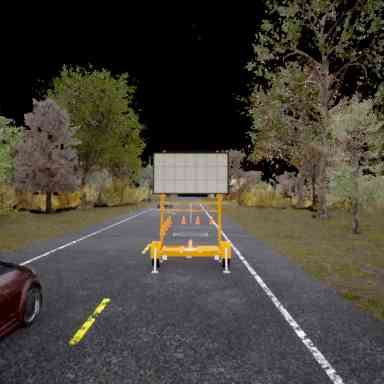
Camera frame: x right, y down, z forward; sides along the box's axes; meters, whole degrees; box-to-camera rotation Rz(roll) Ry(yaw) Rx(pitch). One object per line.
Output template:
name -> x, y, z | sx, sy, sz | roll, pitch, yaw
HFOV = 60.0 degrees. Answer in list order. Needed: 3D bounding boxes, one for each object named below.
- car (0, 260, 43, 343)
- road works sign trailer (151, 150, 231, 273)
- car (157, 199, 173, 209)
car -> -3.616, 1.565, 4.185 | 1.994, 1.385, 4.181 | 0, 0, 0
road works sign trailer -> -0.038, 0.469, 10.663 | 2.380, 3.560, 2.880 | 0, 0, 0
car -> -3.692, 1.624, 45.824 | 1.994, 1.385, 4.181 | 0, 0, 0
